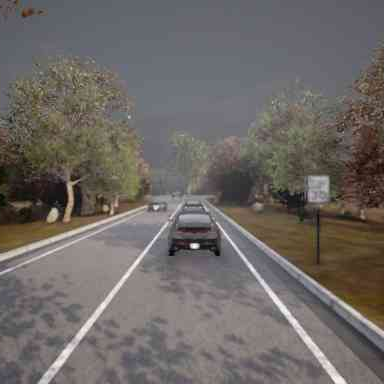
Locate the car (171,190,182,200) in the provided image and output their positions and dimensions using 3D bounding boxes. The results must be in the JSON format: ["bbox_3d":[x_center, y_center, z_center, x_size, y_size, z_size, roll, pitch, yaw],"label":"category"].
[{"bbox_3d":[-3.507,0.669,76.214,2.150,2.045,5.566,0,0,0],"label":"car"}]

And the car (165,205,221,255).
[{"bbox_3d":[0.092,1.489,13.225,1.837,1.490,4.892,0,0,0],"label":"car"}]

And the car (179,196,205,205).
[{"bbox_3d":[0.092,1.411,28.836,2.128,1.511,4.902,0,0,0],"label":"car"}]

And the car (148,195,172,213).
[{"bbox_3d":[-3.597,1.368,35.669,2.128,1.511,4.902,0,0,0],"label":"car"}]
